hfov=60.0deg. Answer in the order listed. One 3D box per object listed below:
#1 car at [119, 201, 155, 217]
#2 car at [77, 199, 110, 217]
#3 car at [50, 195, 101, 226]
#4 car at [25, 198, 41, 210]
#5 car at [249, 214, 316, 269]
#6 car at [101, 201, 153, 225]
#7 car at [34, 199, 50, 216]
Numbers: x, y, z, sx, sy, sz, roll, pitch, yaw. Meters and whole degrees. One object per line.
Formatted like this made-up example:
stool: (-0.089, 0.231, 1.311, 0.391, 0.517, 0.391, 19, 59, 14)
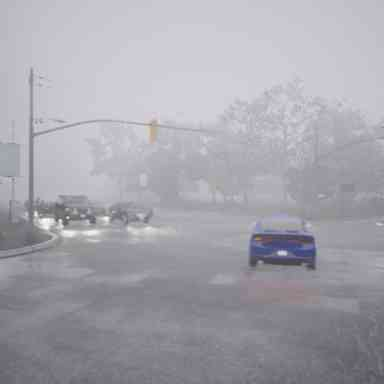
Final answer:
car: (-5.467, 1.593, 32.752, 1.994, 1.385, 4.181, 0, 0, -32)
car: (-9.792, 1.523, 32.686, 1.837, 1.490, 4.892, 0, 0, -32)
car: (-8.608, 1.238, 24.344, 2.150, 2.045, 5.566, 0, 0, -31)
car: (-19.315, 1.465, 40.940, 2.128, 1.511, 4.902, 0, 0, -34)
car: (3.043, 1.498, 11.369, 1.882, 1.535, 5.008, 0, 0, 14)
car: (-4.738, 1.516, 24.742, 2.128, 1.511, 4.902, 0, 0, -33)
car: (-13.870, 1.607, 32.570, 1.895, 1.301, 4.718, 0, 0, -33)
